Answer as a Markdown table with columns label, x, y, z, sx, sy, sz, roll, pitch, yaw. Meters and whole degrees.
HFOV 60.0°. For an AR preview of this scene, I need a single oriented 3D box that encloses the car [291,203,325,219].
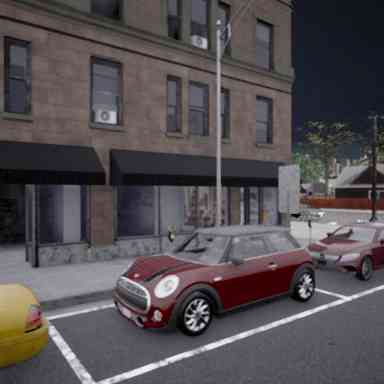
| label | x | y | z | sx | sy | sz | roll | pitch | yaw |
| --- | --- | --- | --- | --- | --- | --- | --- | --- | --- |
| car | 8.467 | 1.572 | 27.443 | 2.128 | 1.511 | 4.902 | 0 | 0 | -36 |

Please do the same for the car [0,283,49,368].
| label | x | y | z | sx | sy | sz | roll | pitch | yaw |
| --- | --- | --- | --- | --- | --- | --- | --- | --- | --- |
| car | -4.076 | 1.527 | 3.282 | 4.829 | 1.417 | 1.752 | 0 | 0 | -35 |

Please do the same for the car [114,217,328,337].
| label | x | y | z | sx | sy | sz | roll | pitch | yaw |
| --- | --- | --- | --- | --- | --- | --- | --- | --- | --- |
| car | 0.556 | 1.437 | 6.585 | 4.097 | 1.590 | 1.967 | 0 | 0 | -35 |

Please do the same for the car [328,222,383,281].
| label | x | y | z | sx | sy | sz | roll | pitch | yaw |
| --- | --- | --- | --- | --- | --- | --- | --- | --- | --- |
| car | 5.049 | 1.574 | 9.790 | 4.206 | 1.307 | 1.802 | 0 | 0 | -35 |
